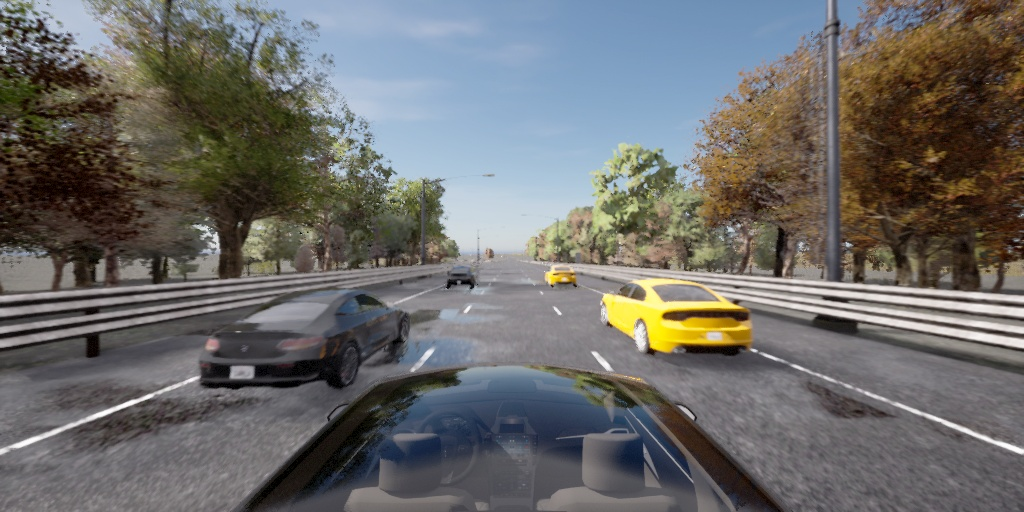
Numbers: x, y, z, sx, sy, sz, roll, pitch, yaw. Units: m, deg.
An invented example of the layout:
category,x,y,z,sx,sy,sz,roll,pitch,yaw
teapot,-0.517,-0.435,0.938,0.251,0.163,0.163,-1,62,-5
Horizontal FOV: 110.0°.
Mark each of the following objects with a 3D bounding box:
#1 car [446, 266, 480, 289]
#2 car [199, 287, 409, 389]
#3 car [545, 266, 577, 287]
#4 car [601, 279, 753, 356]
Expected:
category,x,y,z,sx,sy,sz,roll,pitch,yaw
car,-3.411,1.475,25.421,1.837,1.490,4.892,0,-1,0
car,-3.403,1.322,6.828,1.812,1.442,4.674,0,-1,0
car,3.588,1.463,26.896,1.882,1.535,5.008,0,-1,0
car,3.598,1.293,8.849,1.882,1.535,5.008,0,0,0
